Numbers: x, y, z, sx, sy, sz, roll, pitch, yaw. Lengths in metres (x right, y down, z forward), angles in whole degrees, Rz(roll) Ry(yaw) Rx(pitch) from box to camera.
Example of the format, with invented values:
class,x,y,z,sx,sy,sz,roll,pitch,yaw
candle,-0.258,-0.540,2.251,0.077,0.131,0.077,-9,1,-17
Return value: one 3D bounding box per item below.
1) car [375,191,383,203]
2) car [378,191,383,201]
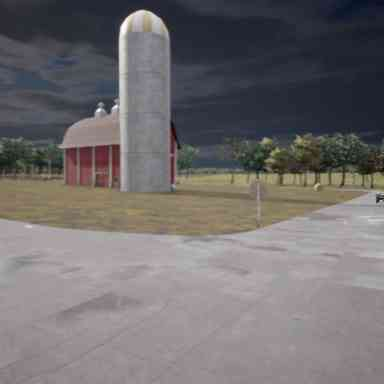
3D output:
class,x,y,z,sx,sy,sz,roll,pitch,yaw
car,25.251,0.700,43.654,1.837,1.490,4.892,1,1,31
car,30.997,0.595,53.400,1.812,1.442,4.674,1,1,31
